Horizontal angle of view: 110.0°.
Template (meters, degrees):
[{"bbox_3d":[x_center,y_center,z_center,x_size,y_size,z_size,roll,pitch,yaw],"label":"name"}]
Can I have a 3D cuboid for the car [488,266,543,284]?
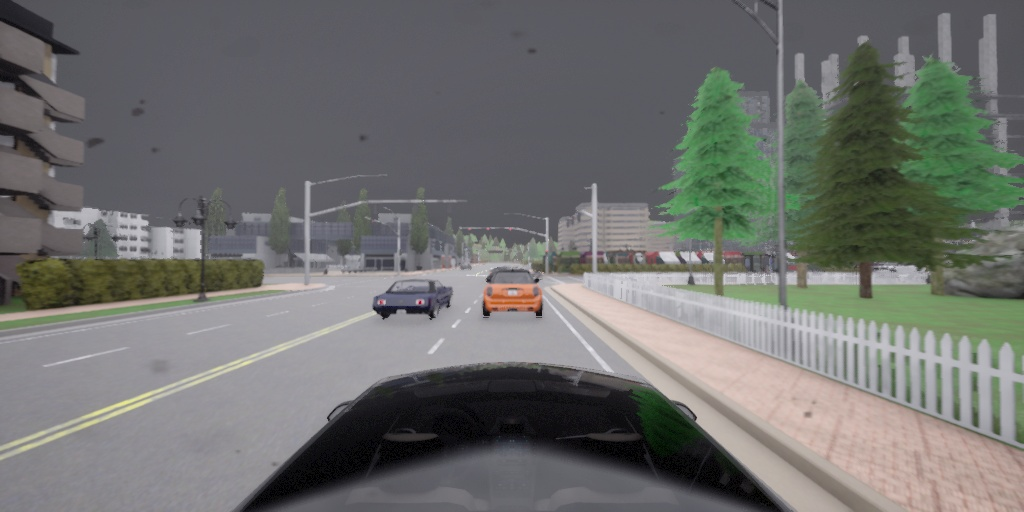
[{"bbox_3d":[0.297,1.684,32.613,4.892,1.490,1.837,0,-1,0],"label":"car"}]

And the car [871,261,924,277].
[{"bbox_3d":[47.345,1.549,44.124,5.566,2.045,2.150,0,-1,-1],"label":"car"}]

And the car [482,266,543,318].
[{"bbox_3d":[0.043,1.273,14.059,2.097,1.767,4.553,0,-1,0],"label":"car"}]

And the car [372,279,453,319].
[{"bbox_3d":[-3.462,1.515,13.525,1.895,1.301,4.718,0,-1,0],"label":"car"}]

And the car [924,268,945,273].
[{"bbox_3d":[42.012,1.767,33.480,4.674,1.442,1.812,1,-1,-1],"label":"car"}]
